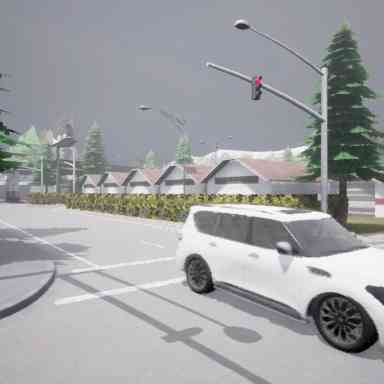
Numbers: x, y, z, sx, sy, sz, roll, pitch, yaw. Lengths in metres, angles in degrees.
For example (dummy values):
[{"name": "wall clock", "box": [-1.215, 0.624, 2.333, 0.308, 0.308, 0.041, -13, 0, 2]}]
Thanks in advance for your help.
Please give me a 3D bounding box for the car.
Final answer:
[{"name": "car", "box": [1.865, 1.345, 6.703, 2.150, 2.045, 5.566, 0, 1, -37]}]
